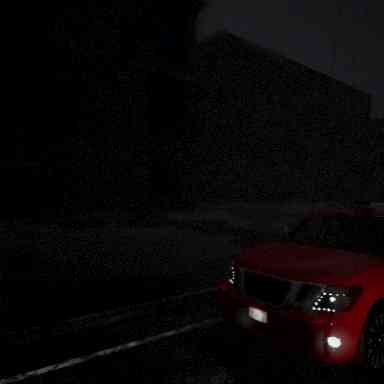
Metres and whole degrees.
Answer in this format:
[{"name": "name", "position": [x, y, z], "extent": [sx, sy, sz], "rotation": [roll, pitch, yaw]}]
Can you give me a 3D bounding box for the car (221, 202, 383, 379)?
[{"name": "car", "position": [3.086, 1.231, 5.902], "extent": [5.566, 2.045, 2.150], "rotation": [0, 0, -36]}]
